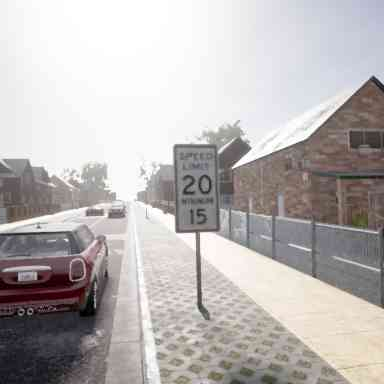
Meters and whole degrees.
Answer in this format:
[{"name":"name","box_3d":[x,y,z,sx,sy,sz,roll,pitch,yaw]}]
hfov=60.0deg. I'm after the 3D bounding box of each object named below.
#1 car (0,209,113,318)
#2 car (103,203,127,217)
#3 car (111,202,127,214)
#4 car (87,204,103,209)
[{"name":"car","box_3d":[-3.117,1.456,7.632,2.097,1.767,4.553,-1,-1,-10]},{"name":"car","box_3d":[-8.600,2.097,38.125,2.033,1.411,5.357,-1,-1,-10]},{"name":"car","box_3d":[-10.466,2.260,48.095,2.033,1.411,5.357,-1,-1,-10]},{"name":"car","box_3d":[-12.127,2.235,41.861,1.994,1.385,4.181,-1,-1,-10]}]
